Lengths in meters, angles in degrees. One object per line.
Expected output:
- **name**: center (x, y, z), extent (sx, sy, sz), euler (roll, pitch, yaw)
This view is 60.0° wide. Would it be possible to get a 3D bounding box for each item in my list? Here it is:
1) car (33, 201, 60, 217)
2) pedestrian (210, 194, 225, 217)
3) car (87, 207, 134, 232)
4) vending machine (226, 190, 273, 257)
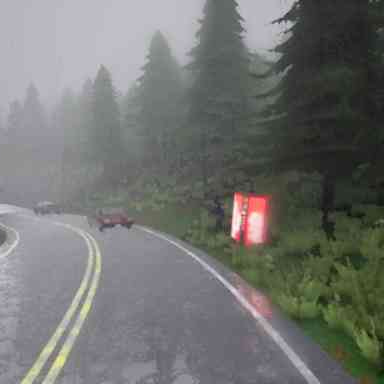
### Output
- **car**: center (-15.426, 1.737, 35.175), extent (1.837, 1.490, 4.892), euler (-4, 1, -36)
- **pedestrian**: center (0.986, 0.920, 12.407), extent (0.375, 1.860, 0.375), euler (-7, 7, -16)
- **car**: center (-5.126, 1.588, 20.325), extent (1.895, 1.301, 4.718), euler (-3, 1, -28)
- **vending machine**: center (1.926, 1.053, 11.245), extent (1.100, 2.100, 0.880), euler (3, 4, -15)
